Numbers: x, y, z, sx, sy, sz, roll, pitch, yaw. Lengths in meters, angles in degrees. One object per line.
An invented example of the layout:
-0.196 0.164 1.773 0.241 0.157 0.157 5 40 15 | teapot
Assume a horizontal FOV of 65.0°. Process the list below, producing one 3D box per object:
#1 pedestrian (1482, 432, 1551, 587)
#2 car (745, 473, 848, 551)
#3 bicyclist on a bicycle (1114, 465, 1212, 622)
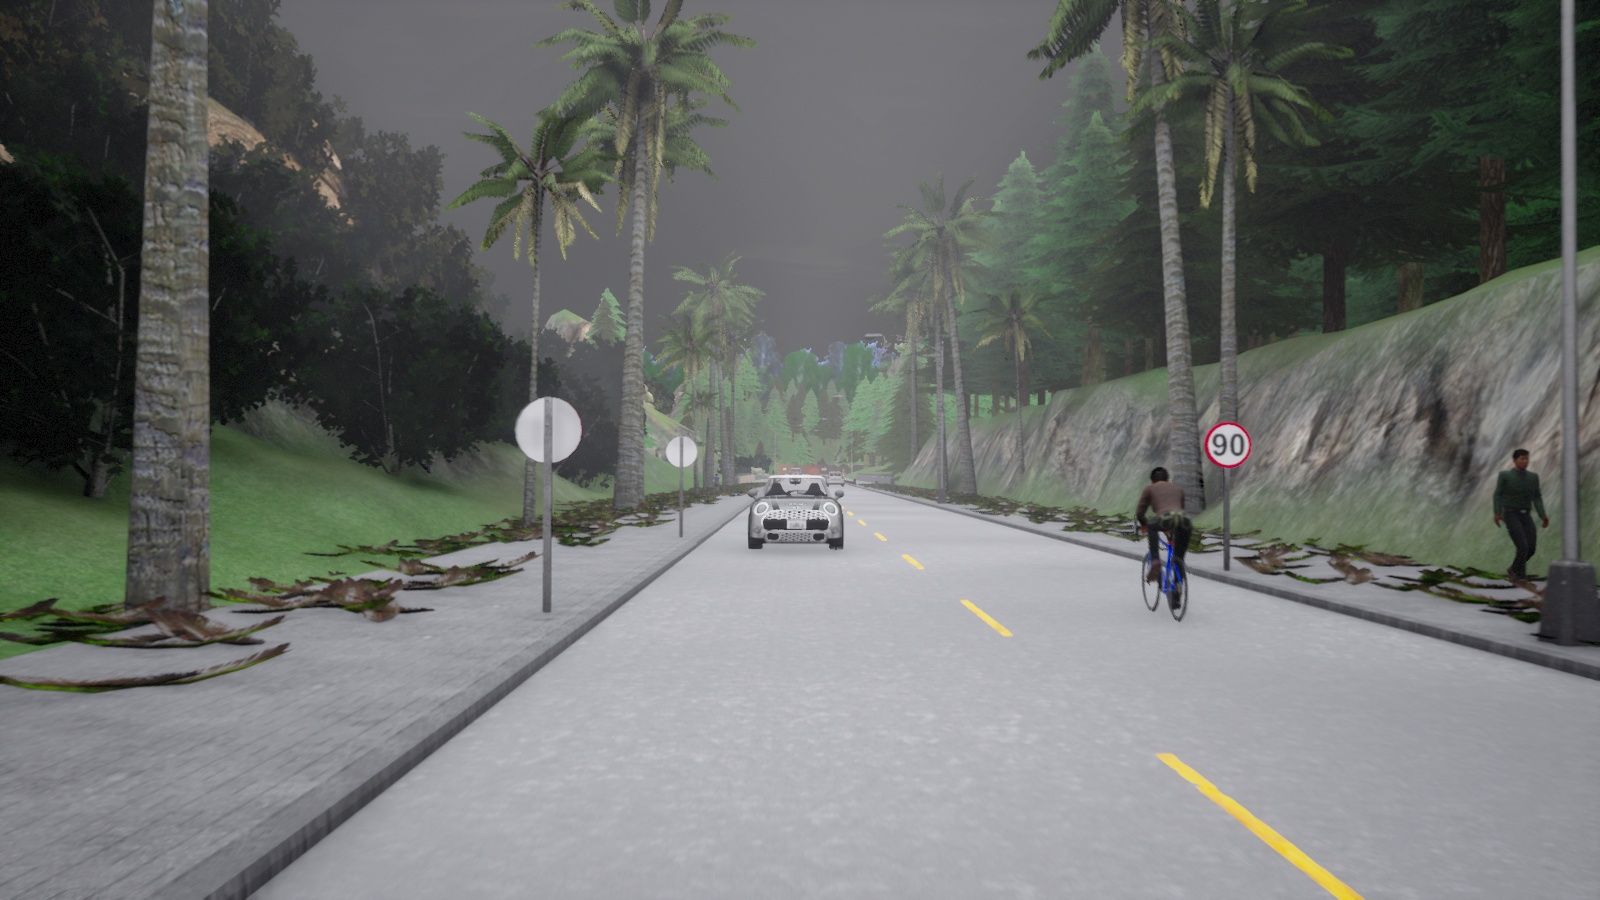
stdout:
9.260 0.760 16.249 0.423 1.949 0.788 0 -1 0 | pedestrian
-0.071 1.213 25.870 1.970 1.475 3.806 0 -1 0 | car
3.962 0.983 13.811 0.582 1.620 1.656 0 -1 0 | bicyclist on a bicycle
